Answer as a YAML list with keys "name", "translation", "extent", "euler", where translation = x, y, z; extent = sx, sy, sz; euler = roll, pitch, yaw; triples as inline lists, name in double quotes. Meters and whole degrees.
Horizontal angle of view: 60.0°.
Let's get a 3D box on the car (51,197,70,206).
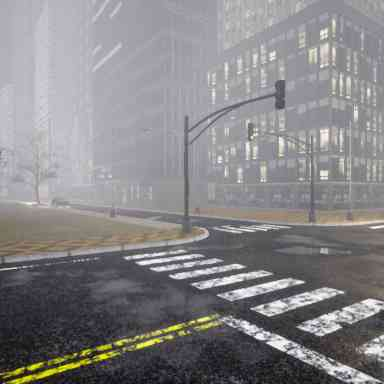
- name: "car"
  translation: [-21.594, 1.553, 54.301]
  extent: [2.033, 1.411, 5.357]
  euler: [0, 0, -35]
